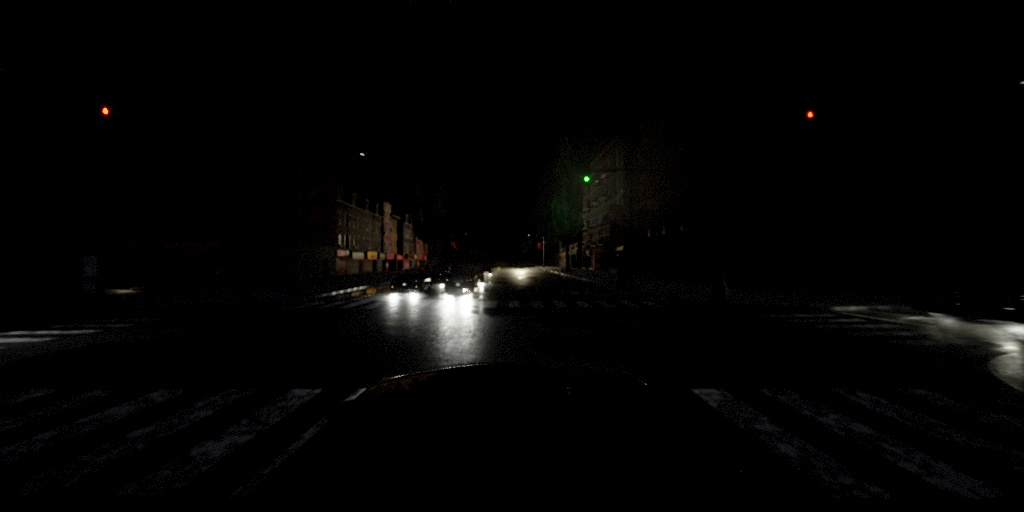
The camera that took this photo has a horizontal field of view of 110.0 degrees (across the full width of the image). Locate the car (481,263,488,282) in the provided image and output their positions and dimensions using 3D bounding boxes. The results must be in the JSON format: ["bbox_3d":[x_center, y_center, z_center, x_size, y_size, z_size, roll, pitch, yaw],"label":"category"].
[{"bbox_3d":[-3.498,1.616,33.155,1.812,1.442,4.674,0,-1,-2],"label":"car"}]

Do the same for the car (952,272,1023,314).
[{"bbox_3d":[17.837,1.246,11.975,5.008,1.535,1.882,0,-1,-2],"label":"car"}]

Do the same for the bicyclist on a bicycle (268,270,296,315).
[{"bbox_3d":[-8.596,1.348,13.454,0.582,1.620,1.656,0,0,0],"label":"bicyclist on a bicycle"}]

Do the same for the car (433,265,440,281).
[{"bbox_3d":[-6.751,1.573,32.688,1.882,1.535,5.008,0,-1,-1],"label":"car"}]

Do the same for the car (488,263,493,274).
[{"bbox_3d":[-3.952,1.814,52.907,1.837,1.490,4.892,0,-1,-1],"label":"car"}]

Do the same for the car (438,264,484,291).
[{"bbox_3d":[-3.301,1.482,24.040,2.128,1.511,4.902,0,-1,-1],"label":"car"}]

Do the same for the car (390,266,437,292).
[{"bbox_3d":[-6.544,1.560,23.680,1.994,1.385,4.181,0,-1,-1],"label":"car"}]
